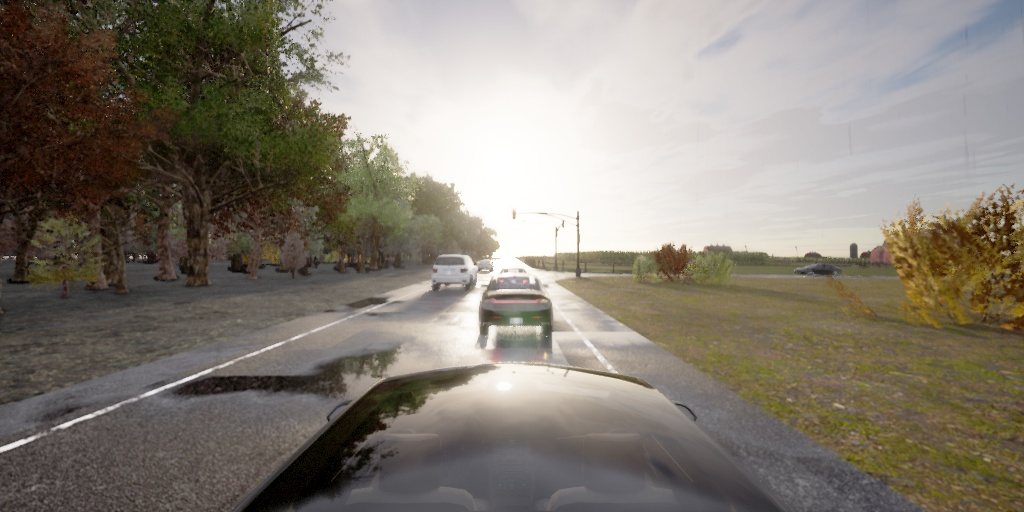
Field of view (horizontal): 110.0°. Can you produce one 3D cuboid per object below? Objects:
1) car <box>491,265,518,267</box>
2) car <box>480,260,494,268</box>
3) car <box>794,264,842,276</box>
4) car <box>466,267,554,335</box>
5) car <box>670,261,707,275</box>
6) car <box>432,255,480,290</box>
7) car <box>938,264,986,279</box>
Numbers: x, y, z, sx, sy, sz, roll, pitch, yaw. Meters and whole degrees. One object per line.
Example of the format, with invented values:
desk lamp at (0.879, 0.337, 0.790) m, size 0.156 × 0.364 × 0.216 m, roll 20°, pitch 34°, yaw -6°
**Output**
car at (0.069, 1.290, 20.169) m, size 2.033 × 1.411 × 5.357 m, roll 0°, pitch 0°, yaw 0°
car at (-3.479, 1.251, 48.017) m, size 1.812 × 1.442 × 4.674 m, roll 0°, pitch 0°, yaw 0°
car at (36.650, 1.686, 43.067) m, size 4.892 × 1.490 × 1.837 m, roll 1°, pitch -1°, yaw 0°
car at (0.087, 1.238, 10.429) m, size 2.128 × 1.511 × 4.902 m, roll 0°, pitch 0°, yaw 0°
car at (21.284, 1.365, 43.118) m, size 4.553 × 1.767 × 2.097 m, roll 1°, pitch -1°, yaw 0°
car at (-3.435, 0.962, 22.171) m, size 2.150 × 2.045 × 5.566 m, roll 0°, pitch 0°, yaw 0°
car at (48.843, 1.857, 39.420) m, size 4.718 × 1.301 × 1.895 m, roll 1°, pitch -1°, yaw 1°
